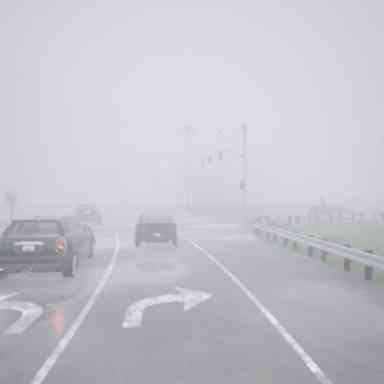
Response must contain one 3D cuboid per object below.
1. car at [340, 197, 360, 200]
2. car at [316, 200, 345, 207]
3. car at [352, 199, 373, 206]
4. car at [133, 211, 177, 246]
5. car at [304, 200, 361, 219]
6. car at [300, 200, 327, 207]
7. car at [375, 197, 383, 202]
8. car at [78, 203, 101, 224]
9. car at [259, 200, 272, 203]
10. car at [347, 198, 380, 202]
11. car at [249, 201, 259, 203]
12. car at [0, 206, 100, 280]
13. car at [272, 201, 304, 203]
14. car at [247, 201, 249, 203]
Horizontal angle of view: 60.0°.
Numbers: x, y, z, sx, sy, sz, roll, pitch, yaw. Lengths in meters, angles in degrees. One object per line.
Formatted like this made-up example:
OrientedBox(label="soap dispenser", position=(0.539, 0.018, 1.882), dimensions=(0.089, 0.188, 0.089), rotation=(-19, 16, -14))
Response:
OrientedBox(label="car", position=(30.616, 1.997, 65.076), dimensions=(5.566, 2.045, 2.150), rotation=(0, -1, -19))
OrientedBox(label="car", position=(28.299, 2.350, 67.929), dimensions=(5.357, 1.411, 2.033), rotation=(0, -1, -19))
OrientedBox(label="car", position=(39.781, 2.435, 77.593), dimensions=(4.902, 1.511, 2.128), rotation=(0, -1, -31))
OrientedBox(label="car", position=(-1.870, 1.689, 16.570), dimensions=(1.882, 1.535, 5.008), rotation=(0, -1, -9))
OrientedBox(label="car", position=(14.487, 1.915, 34.399), dimensions=(4.792, 1.488, 2.163), rotation=(0, -1, -17))
OrientedBox(label="car", position=(25.878, 2.390, 70.782), dimensions=(5.357, 1.411, 2.033), rotation=(0, -1, -16))
OrientedBox(label="car", position=(42.344, 2.105, 75.091), dimensions=(5.566, 2.045, 2.150), rotation=(0, -1, -34))
OrientedBox(label="car", position=(-8.835, 1.721, 27.904), dimensions=(2.097, 1.767, 4.553), rotation=(0, -1, -19))
OrientedBox(label="car", position=(15.600, 2.283, 60.469), dimensions=(5.357, 1.411, 2.033), rotation=(0, -1, -16))
OrientedBox(label="car", position=(31.820, 2.324, 61.781), dimensions=(4.718, 1.301, 1.895), rotation=(0, -1, -19))
OrientedBox(label="car", position=(13.850, 2.303, 63.587), dimensions=(4.674, 1.442, 1.812), rotation=(0, -1, -16))
OrientedBox(label="car", position=(-4.471, 1.493, 10.657), dimensions=(2.097, 1.767, 4.553), rotation=(0, -1, -7))
OrientedBox(label="car", position=(17.205, 2.241, 57.299), dimensions=(5.357, 1.411, 2.033), rotation=(0, -1, -16))
OrientedBox(label="car", position=(11.491, 2.418, 66.505), dimensions=(4.718, 1.301, 1.895), rotation=(0, -1, -16))
